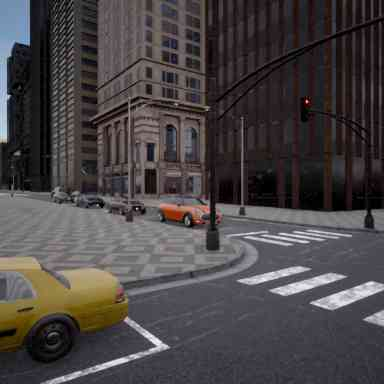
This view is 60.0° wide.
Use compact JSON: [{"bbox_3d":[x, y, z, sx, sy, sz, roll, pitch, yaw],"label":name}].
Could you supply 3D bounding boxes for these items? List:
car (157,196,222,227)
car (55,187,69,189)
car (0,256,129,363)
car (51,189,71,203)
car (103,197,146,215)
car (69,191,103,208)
[{"bbox_3d":[-0.218,1.049,20.093,2.097,1.767,4.553,0,1,-36],"label":"car"},{"bbox_3d":[-21.924,0.132,55.759,2.150,2.045,5.566,0,1,-36],"label":"car"},{"bbox_3d":[-3.261,1.525,4.323,4.829,1.417,1.752,0,0,-35],"label":"car"},{"bbox_3d":[-16.670,0.661,43.144,1.837,1.490,4.892,0,1,-36],"label":"car"},{"bbox_3d":[-5.412,1.087,27.353,1.994,1.385,4.181,0,1,-36],"label":"car"},{"bbox_3d":[-10.834,0.892,34.937,2.033,1.411,5.357,0,1,-35],"label":"car"}]
